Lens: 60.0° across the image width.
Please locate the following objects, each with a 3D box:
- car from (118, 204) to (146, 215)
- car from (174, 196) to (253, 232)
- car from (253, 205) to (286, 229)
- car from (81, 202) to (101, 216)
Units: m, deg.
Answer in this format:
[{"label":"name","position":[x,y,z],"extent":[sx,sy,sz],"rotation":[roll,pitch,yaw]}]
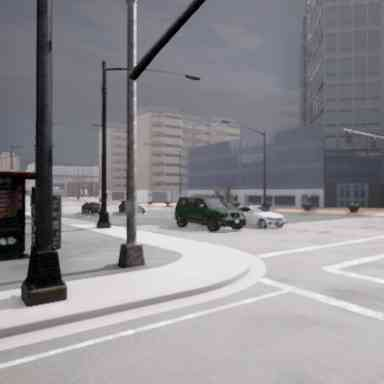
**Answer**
[{"label":"car","position":[-7.069,1.899,38.601],"extent":[1.812,1.442,4.674],"rotation":[0,-1,-36]},{"label":"car","position":[0.991,1.336,21.488],"extent":[2.150,2.045,5.566],"rotation":[0,0,-36]},{"label":"car","position":[4.255,1.646,22.922],"extent":[1.812,1.442,4.674],"rotation":[0,0,-35]},{"label":"car","position":[-11.507,1.916,38.756],"extent":[1.837,1.490,4.892],"rotation":[0,-1,-36]}]
